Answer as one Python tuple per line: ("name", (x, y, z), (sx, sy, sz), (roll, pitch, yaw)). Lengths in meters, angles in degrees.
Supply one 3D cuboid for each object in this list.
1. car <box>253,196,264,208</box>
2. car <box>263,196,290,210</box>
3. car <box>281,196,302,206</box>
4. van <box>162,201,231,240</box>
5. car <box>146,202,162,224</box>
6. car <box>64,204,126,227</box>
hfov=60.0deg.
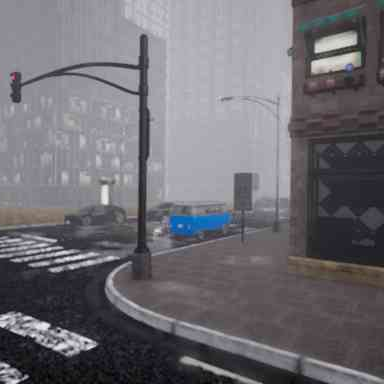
("car", (9.731, 1.303, 44.647), (1.967, 1.590, 4.097), (1, 1, 35))
("car", (11.112, 1.428, 42.067), (1.812, 1.442, 4.674), (1, 1, 36))
("car", (16.049, 1.373, 53.525), (1.752, 1.417, 4.829), (1, 1, 35))
("van", (0.517, 1.373, 17.250), (1.690, 1.788, 3.998), (1, 1, 35))
("car", (-1.659, 1.417, 24.181), (1.882, 1.535, 5.008), (1, 1, 35))
("car", (-6.312, 1.476, 22.113), (1.947, 1.339, 4.313), (1, 1, 35))
